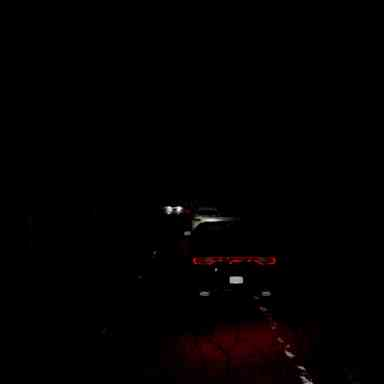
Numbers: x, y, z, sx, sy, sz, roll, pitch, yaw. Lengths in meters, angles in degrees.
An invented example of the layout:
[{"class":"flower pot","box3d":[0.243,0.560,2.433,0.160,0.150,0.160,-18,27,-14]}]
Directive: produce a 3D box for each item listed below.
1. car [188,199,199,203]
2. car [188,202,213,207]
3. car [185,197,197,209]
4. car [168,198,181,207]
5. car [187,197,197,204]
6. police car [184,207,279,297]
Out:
[{"class":"car","box3d":[0.806,1.514,24.634,1.837,1.490,4.892,0,0,0]},{"class":"car","box3d":[0.811,1.531,18.635,1.812,1.442,4.674,0,0,0]},{"class":"car","box3d":[0.003,1.524,46.107,2.128,1.511,4.902,0,0,0]},{"class":"car","box3d":[-2.789,1.645,52.493,1.895,1.301,4.718,0,0,0]},{"class":"car","box3d":[-0.049,1.673,65.188,1.895,1.301,4.718,0,0,0]},{"class":"police car","box3d":[0.818,1.426,8.744,1.930,1.638,5.238,0,0,0]}]
